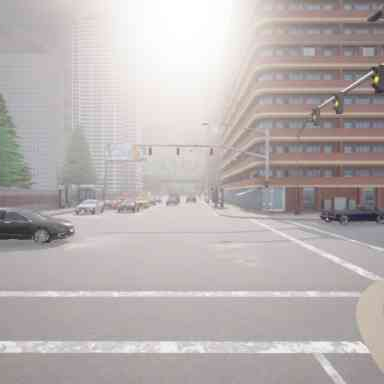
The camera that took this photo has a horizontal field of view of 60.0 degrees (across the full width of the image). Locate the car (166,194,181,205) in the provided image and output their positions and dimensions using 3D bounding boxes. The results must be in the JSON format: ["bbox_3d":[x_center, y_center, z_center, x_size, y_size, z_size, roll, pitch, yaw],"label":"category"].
[{"bbox_3d":[-3.493,1.547,58.193,2.033,1.411,5.357,0,0,0],"label":"car"}]

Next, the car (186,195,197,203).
[{"bbox_3d":[-0.112,1.350,69.683,2.097,1.767,4.553,0,0,0],"label":"car"}]

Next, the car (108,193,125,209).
[{"bbox_3d":[-10.669,1.352,43.879,2.097,1.767,4.553,0,0,0],"label":"car"}]

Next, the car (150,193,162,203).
[{"bbox_3d":[-7.132,1.526,66.812,1.812,1.442,4.674,0,0,0],"label":"car"}]

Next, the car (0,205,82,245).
[{"bbox_3d":[-7.845,1.492,14.979,4.892,1.490,1.837,0,0,-1],"label":"car"}]

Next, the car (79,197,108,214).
[{"bbox_3d":[-10.655,1.526,34.933,1.812,1.442,4.674,0,0,2],"label":"car"}]

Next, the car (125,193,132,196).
[{"bbox_3d":[-10.679,1.221,53.608,2.150,2.045,5.566,0,0,0],"label":"car"}]

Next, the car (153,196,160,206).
[{"bbox_3d":[-7.175,1.491,56.588,2.128,1.511,4.902,0,0,0],"label":"car"}]

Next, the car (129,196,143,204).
[{"bbox_3d":[-10.646,1.505,64.025,1.837,1.490,4.892,0,0,0],"label":"car"}]

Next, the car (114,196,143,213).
[{"bbox_3d":[-7.145,1.526,37.770,1.812,1.442,4.674,0,0,0],"label":"car"}]

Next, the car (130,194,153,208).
[{"bbox_3d":[-7.173,1.477,47.109,1.882,1.535,5.008,0,0,0],"label":"car"}]

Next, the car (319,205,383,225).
[{"bbox_3d":[11.385,1.545,23.200,4.718,1.301,1.895,0,0,-13],"label":"car"}]
